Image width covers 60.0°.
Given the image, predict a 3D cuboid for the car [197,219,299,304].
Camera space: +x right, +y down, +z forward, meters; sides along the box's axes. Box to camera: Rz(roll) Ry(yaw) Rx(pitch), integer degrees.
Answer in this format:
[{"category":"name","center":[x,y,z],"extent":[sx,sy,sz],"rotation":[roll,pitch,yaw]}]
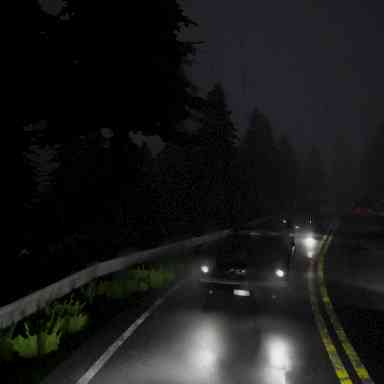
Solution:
[{"category":"car","center":[1.623,1.599,8.433],"extent":[1.895,1.301,4.718],"rotation":[-1,0,18]}]

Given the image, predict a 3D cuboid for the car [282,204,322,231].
[{"category":"car","center":[6.748,1.460,20.078],"extent":[2.033,1.411,5.357],"rotation":[-2,0,26]}]

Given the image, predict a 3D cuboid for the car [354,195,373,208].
[{"category":"car","center":[20.753,1.059,40.198],"extent":[2.128,1.511,4.902],"rotation":[-2,0,28]}]
